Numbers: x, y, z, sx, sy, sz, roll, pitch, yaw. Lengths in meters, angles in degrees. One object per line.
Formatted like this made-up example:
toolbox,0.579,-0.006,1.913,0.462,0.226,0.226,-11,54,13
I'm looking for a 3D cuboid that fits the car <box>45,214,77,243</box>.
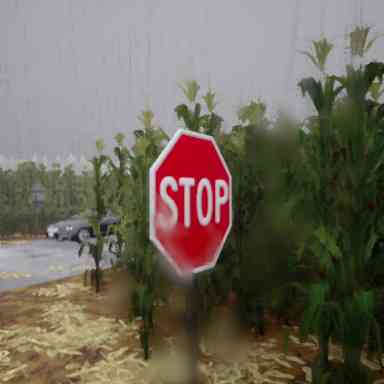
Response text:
car,-4.538,1.527,15.980,2.128,1.511,4.902,0,0,34
